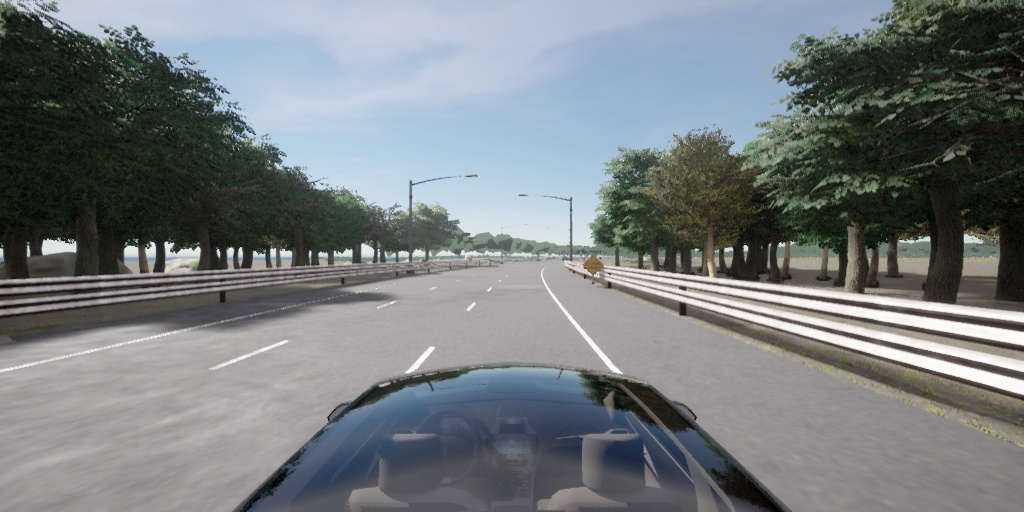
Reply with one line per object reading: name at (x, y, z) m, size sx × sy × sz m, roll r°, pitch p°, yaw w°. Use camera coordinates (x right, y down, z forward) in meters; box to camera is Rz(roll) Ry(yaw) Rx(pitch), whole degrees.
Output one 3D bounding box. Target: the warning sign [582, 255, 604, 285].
warning sign at (5.011, 0.858, 22.199) m, size 1.300 × 1.860 × 1.060 m, roll 0°, pitch 0°, yaw 3°
